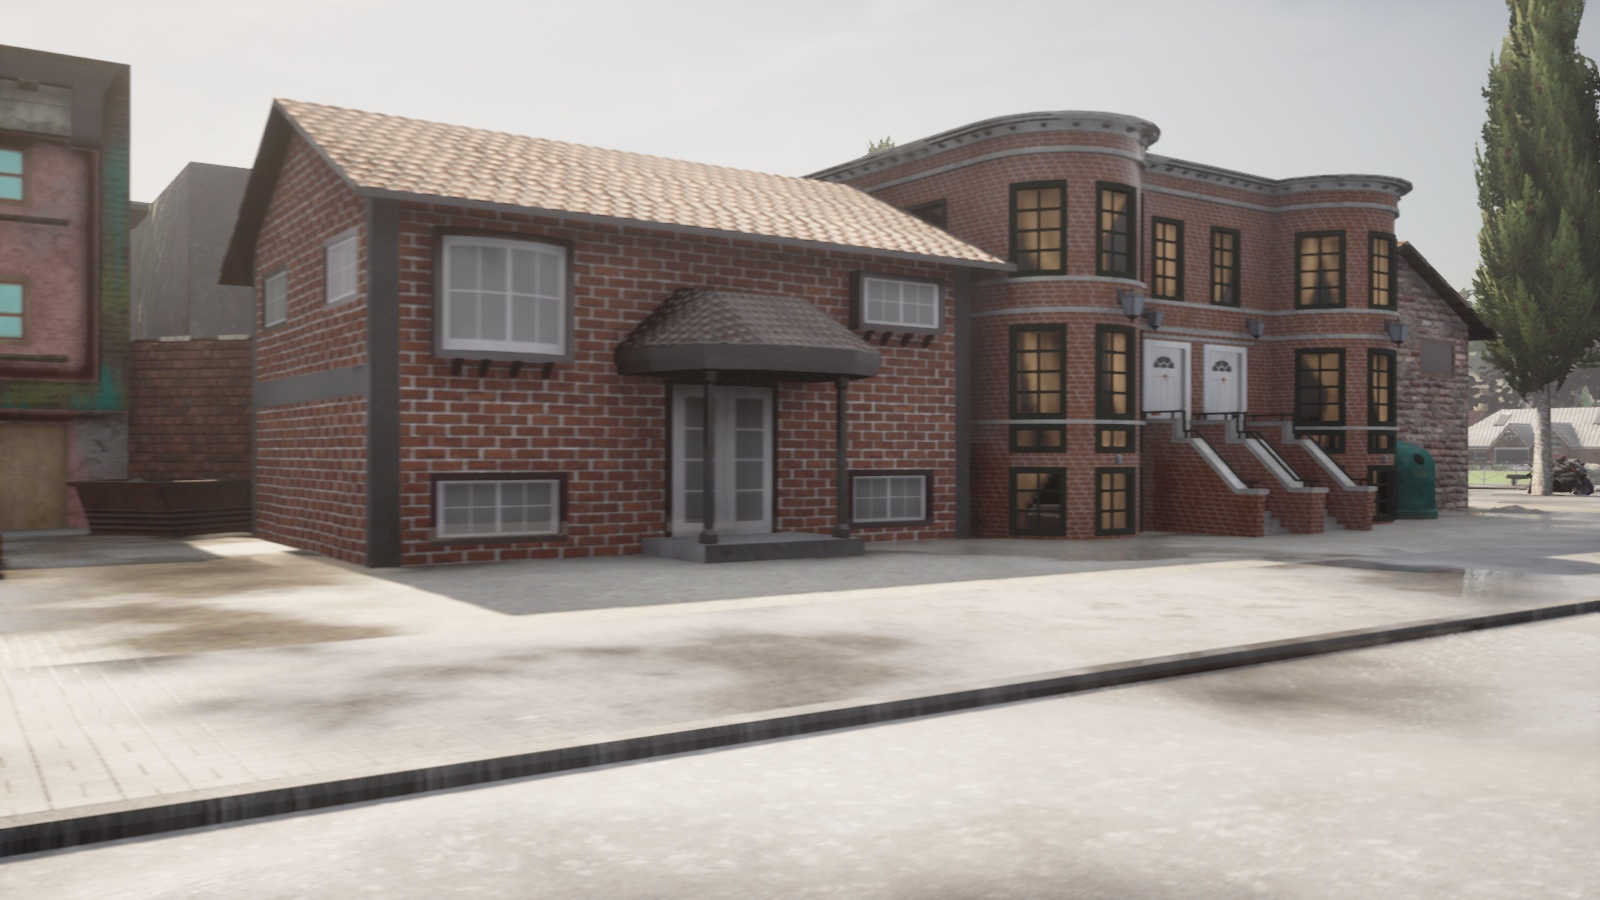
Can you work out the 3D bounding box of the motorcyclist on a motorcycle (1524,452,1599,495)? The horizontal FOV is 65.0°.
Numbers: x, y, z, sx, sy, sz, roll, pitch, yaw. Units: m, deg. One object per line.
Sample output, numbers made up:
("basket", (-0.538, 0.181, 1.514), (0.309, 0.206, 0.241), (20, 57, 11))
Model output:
("motorcyclist on a motorcycle", (27.610, 0.833, 45.510), (0.866, 1.530, 2.191), (0, 0, -35))
